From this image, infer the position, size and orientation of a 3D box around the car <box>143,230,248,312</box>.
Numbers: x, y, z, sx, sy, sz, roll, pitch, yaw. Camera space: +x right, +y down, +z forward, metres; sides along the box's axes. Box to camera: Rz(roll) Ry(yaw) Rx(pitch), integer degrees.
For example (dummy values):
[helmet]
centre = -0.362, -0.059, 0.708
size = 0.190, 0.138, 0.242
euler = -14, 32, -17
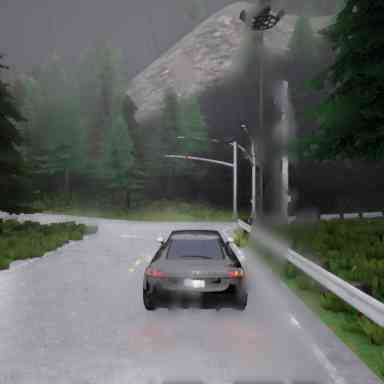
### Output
[car]
centre = 0.075, 1.564, 7.782
size = 1.994, 1.385, 4.181
euler = 0, 0, 1
